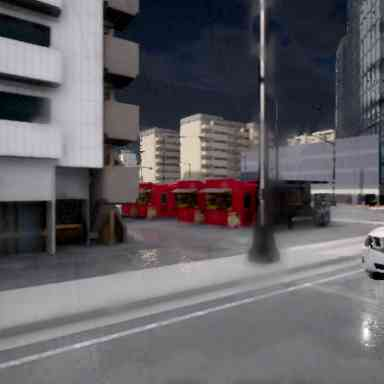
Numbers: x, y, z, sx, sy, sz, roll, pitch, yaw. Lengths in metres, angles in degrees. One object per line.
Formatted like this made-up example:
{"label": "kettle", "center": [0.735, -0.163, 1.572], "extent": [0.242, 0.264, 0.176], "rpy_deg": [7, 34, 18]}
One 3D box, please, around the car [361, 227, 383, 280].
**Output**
{"label": "car", "center": [6.759, 1.213, 8.784], "extent": [5.566, 2.045, 2.150], "rpy_deg": [0, 0, -36]}
